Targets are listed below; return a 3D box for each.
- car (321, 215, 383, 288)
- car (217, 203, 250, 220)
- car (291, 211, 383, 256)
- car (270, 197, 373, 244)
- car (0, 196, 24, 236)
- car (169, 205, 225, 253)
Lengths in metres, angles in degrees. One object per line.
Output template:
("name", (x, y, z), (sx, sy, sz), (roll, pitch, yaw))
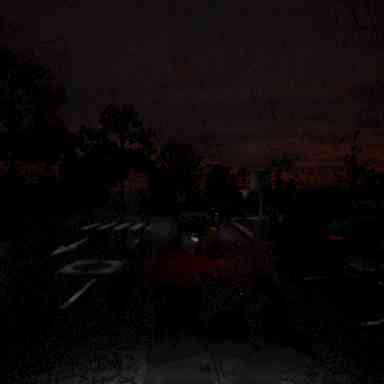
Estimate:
("car", (6.007, 1.485, 8.197), (4.892, 1.521, 2.231), (1, 0, -20))
("car", (3.670, 1.792, 31.147), (1.837, 1.490, 4.892), (1, -2, 37))
("car", (6.002, 1.523, 11.155), (4.674, 1.452, 2.002), (1, 0, -20))
("car", (6.028, 1.231, 14.131), (5.566, 2.045, 2.435), (1, 0, -20))
("car", (-10.971, 1.230, 15.539), (5.566, 2.045, 2.435), (-1, 0, -20))
("car", (0.100, 1.473, 13.779), (1.882, 1.535, 5.008), (0, 0, 0))
